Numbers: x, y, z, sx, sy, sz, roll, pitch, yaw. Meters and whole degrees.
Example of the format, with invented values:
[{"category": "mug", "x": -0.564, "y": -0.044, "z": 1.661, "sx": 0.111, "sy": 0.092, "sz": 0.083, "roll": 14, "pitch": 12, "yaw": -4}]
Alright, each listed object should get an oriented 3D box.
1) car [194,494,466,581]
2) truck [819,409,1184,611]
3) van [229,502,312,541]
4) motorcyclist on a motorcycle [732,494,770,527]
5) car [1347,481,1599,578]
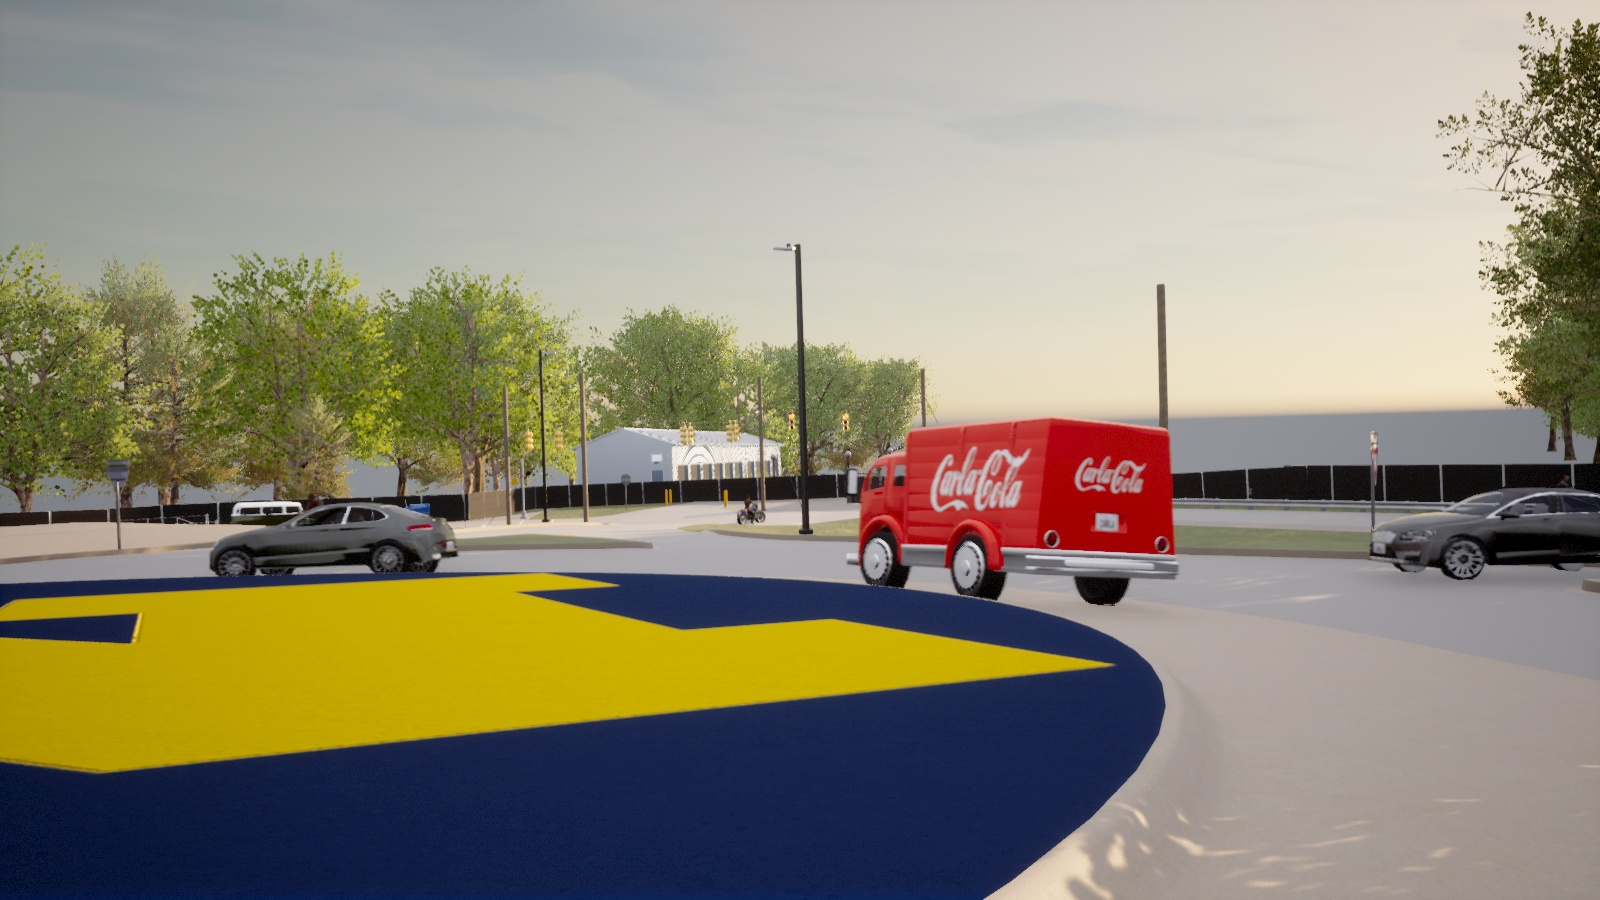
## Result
[{"category": "car", "x": -10.038, "y": 1.866, "z": 27.068, "sx": 5.027, "sy": 1.651, "sz": 2.152, "roll": -2, "pitch": -3, "yaw": 3}, {"category": "truck", "x": 2.709, "y": 0.926, "z": 18.364, "sx": 2.627, "sy": 2.467, "sz": 5.204, "roll": 4, "pitch": -5, "yaw": -27}, {"category": "van", "x": -31.934, "y": 4.295, "z": 75.779, "sx": 4.480, "sy": 2.038, "sz": 2.069, "roll": -2, "pitch": 1, "yaw": -26}, {"category": "motorcyclist on a motorcycle", "x": -2.685, "y": 3.300, "z": 68.837, "sx": 0.766, "sy": 1.649, "sz": 2.350, "roll": -1, "pitch": 0, "yaw": 34}, {"category": "car", "x": 12.345, "y": 1.324, "z": 21.616, "sx": 4.902, "sy": 1.511, "sz": 2.128, "roll": -1, "pitch": -1, "yaw": -2}]
